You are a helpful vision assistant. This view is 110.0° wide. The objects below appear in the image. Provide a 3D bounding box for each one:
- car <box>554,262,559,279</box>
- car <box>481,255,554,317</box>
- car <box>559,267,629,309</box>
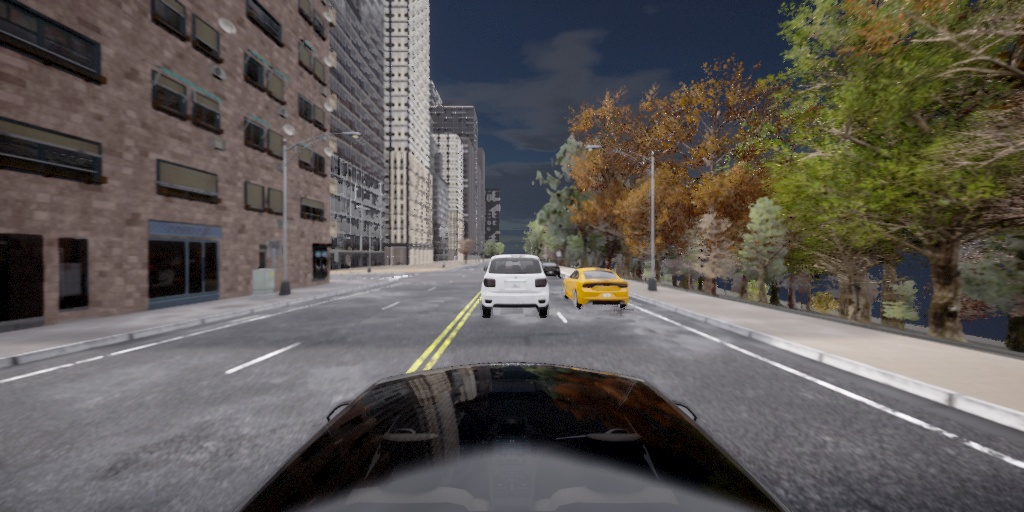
[{"bbox_3d":[3.342,1.255,33.461,1.882,1.535,5.008,-1,0,0],"label":"car"},{"bbox_3d":[0.100,0.975,13.363,2.150,2.045,5.566,0,0,0],"label":"car"},{"bbox_3d":[3.350,1.232,15.104,1.882,1.535,5.008,0,0,0],"label":"car"}]
